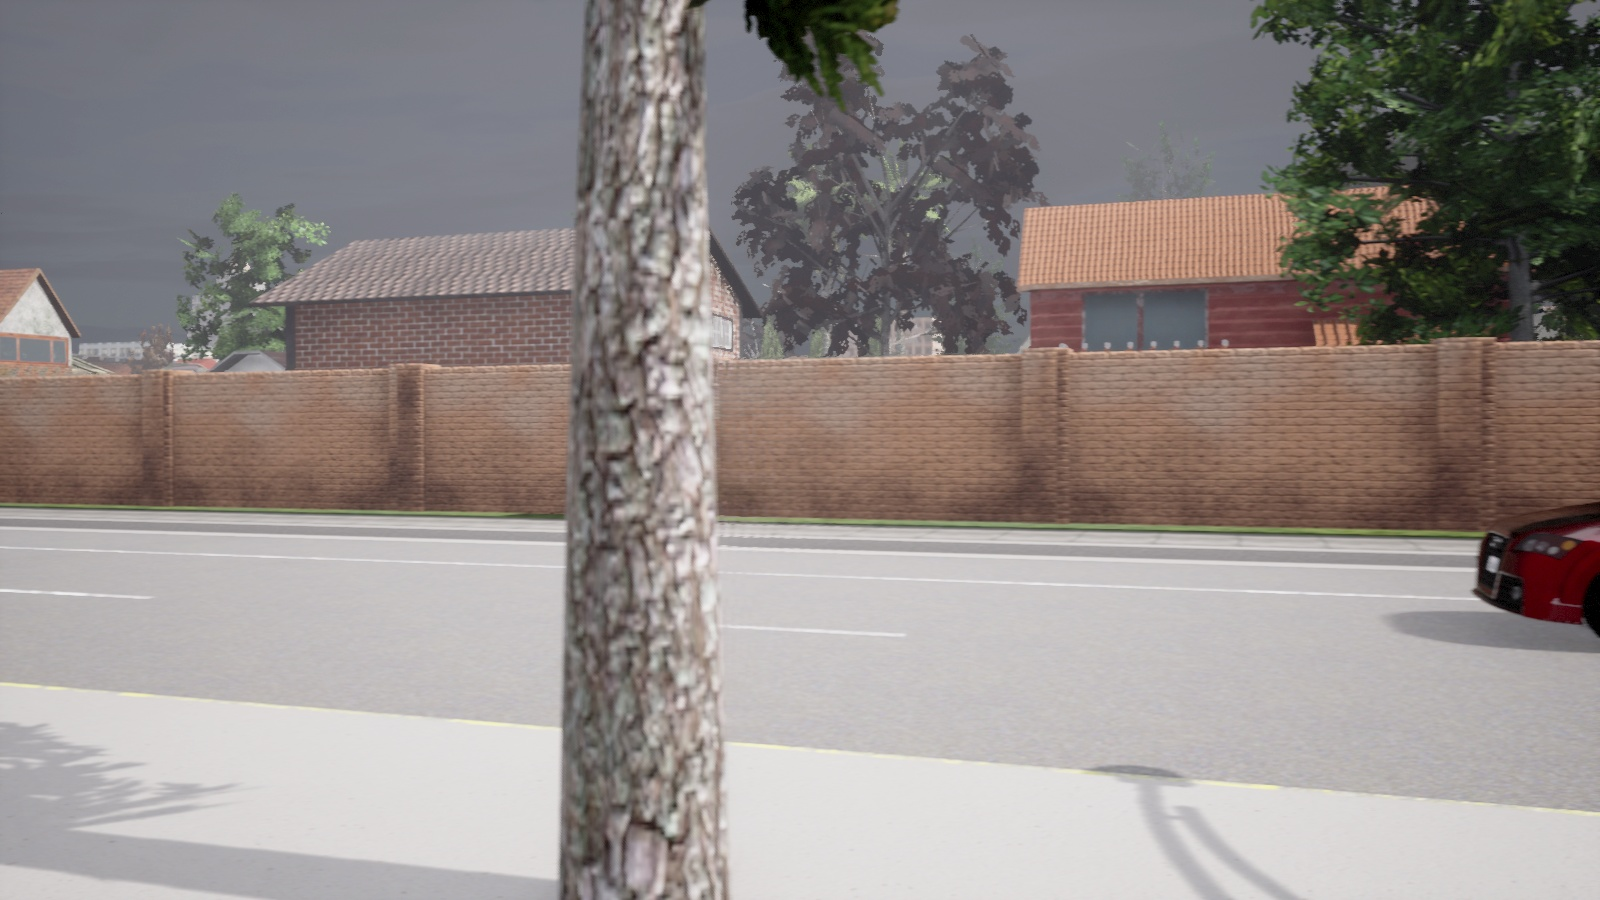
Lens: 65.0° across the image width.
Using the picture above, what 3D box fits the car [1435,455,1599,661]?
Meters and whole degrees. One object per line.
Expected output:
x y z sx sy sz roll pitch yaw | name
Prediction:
7.149 0.770 9.229 4.181 1.385 1.994 1 1 19 | car
